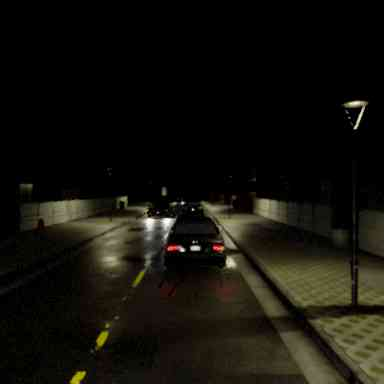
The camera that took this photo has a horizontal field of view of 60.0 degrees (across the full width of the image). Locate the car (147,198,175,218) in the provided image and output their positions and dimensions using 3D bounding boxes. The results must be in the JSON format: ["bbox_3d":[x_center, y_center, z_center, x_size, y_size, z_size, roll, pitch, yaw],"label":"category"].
[{"bbox_3d":[-2.857,1.495,29.916,1.837,1.490,4.892,0,0,0],"label":"car"}]

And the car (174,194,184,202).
[{"bbox_3d":[-2.770,1.195,70.610,2.097,1.767,4.553,0,0,0],"label":"car"}]

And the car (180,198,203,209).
[{"bbox_3d":[0.088,1.552,31.844,1.994,1.385,4.181,0,0,0],"label":"car"}]

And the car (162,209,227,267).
[{"bbox_3d":[0.092,1.546,11.359,2.033,1.411,5.357,0,0,0],"label":"car"}]
